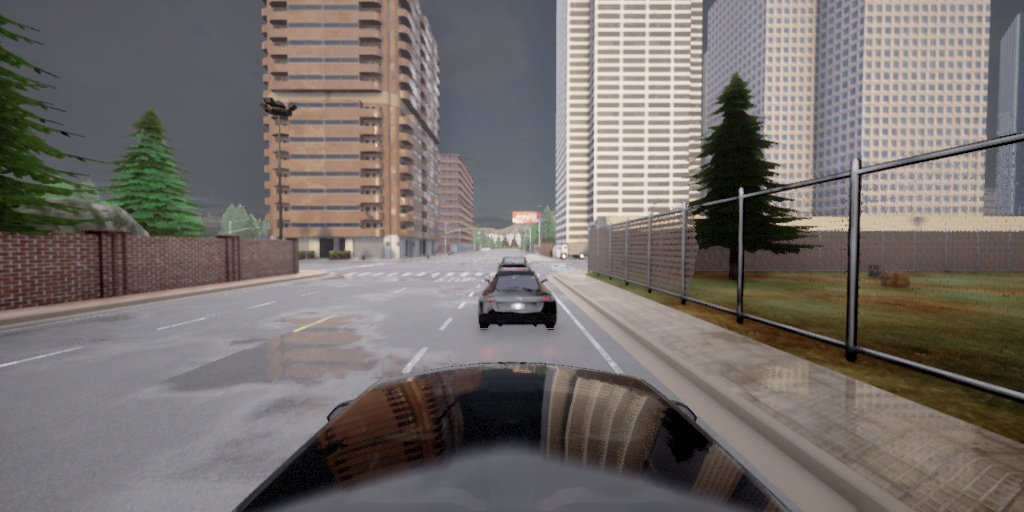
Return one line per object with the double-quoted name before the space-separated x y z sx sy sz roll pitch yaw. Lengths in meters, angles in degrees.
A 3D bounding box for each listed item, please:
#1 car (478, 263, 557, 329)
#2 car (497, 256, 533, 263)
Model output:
"car" 0.119 1.088 10.349 1.994 1.385 4.181 0 1 0
"car" 0.147 0.764 20.012 2.128 1.511 4.902 0 1 1
